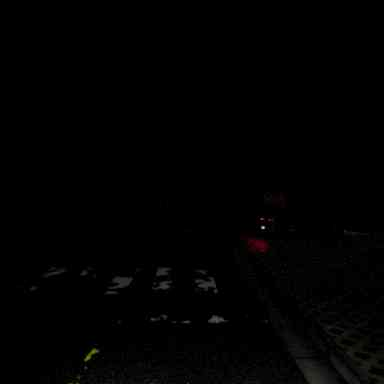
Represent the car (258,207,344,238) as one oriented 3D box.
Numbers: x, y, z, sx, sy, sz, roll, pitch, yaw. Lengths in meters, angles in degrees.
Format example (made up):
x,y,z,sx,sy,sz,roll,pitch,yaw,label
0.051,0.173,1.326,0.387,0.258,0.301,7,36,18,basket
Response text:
x,y,z,sx,sy,sz,roll,pitch,yaw,label
5.962,1.617,18.151,4.892,1.490,1.837,1,0,-20,car
